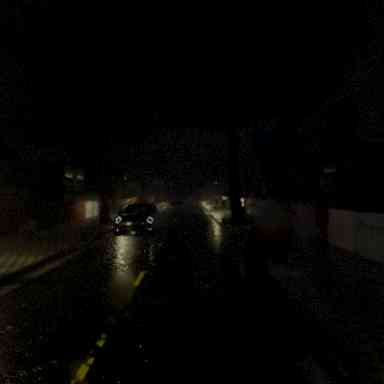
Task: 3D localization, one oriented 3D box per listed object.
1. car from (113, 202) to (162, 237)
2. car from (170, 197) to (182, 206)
[{"bbox_3d":[-2.845,1.377,18.247,2.097,1.767,4.553,0,0,0],"label":"car"},{"bbox_3d":[-2.780,1.622,59.501,1.882,1.535,5.008,0,0,1],"label":"car"}]
